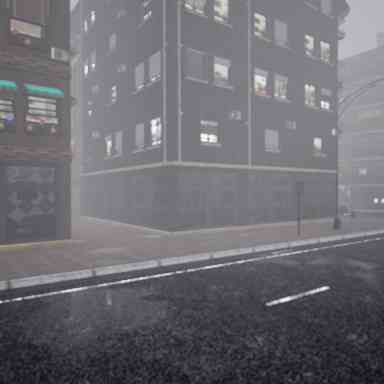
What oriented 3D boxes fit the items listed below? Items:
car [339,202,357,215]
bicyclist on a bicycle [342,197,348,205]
[{"bbox_3d":[15.542,1.706,36.602,2.128,1.511,4.902,0,-1,-36],"label":"car"},{"bbox_3d":[20.562,1.517,44.535,1.656,1.620,0.582,-1,0,-36],"label":"bicyclist on a bicycle"}]
